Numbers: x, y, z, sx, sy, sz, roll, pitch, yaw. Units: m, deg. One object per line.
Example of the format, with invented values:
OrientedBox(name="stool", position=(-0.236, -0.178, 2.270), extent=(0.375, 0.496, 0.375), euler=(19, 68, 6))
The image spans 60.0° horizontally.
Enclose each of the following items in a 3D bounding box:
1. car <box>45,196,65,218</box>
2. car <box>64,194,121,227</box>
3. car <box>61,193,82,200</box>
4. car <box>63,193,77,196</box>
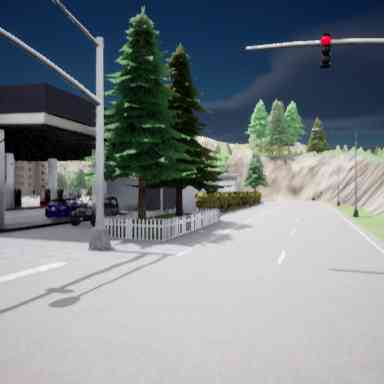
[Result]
OrientedBox(name="car", position=(-10.365, 1.423, 28.644), extent=(2.242, 1.667, 4.611), euler=(0, 0, 19))
OrientedBox(name="car", position=(-6.440, 1.283, 22.688), extent=(1.905, 1.878, 3.866), euler=(0, 0, 19))
OrientedBox(name="car", position=(-28.458, 1.059, 78.616), extent=(4.514, 1.523, 2.007), euler=(0, 0, 19))
OrientedBox(name="car", position=(-29.438, 1.063, 75.636), extent=(5.027, 1.636, 2.152), euler=(0, 0, 19))
